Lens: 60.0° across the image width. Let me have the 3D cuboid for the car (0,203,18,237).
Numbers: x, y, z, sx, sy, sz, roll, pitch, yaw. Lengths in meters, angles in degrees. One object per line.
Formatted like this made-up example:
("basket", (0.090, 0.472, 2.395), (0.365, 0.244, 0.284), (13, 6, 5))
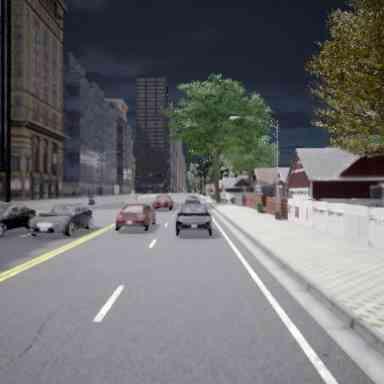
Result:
("car", (-9.772, 1.364, 17.120), (2.128, 1.511, 4.902), (0, 0, 0))

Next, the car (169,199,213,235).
("car", (0.097, 1.359, 17.758), (2.128, 1.511, 4.902), (0, 0, 0))

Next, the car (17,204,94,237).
("car", (-6.522, 1.364, 17.126), (2.128, 1.511, 4.902), (0, 0, 0))

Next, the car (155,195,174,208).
("car", (-3.172, 1.087, 37.767), (2.097, 1.767, 4.553), (0, 0, 0))

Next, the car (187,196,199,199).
("car", (0.081, 1.233, 39.337), (1.837, 1.490, 4.892), (0, 1, 0))

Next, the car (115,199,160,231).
("car", (-3.208, 1.380, 19.493), (1.812, 1.442, 4.674), (0, 1, 1))
